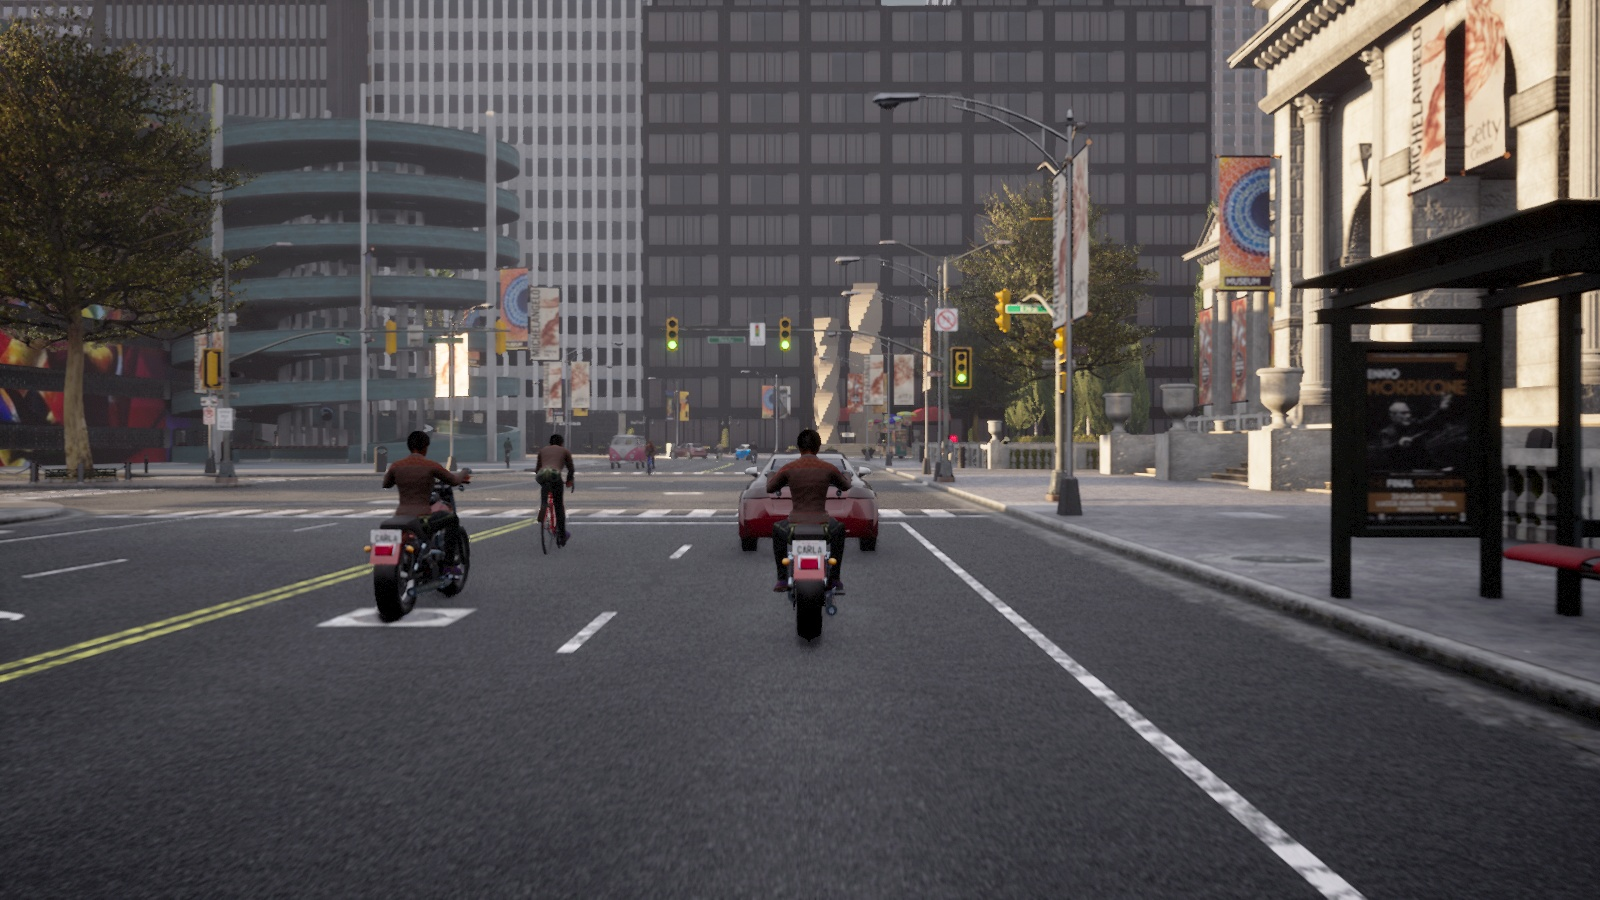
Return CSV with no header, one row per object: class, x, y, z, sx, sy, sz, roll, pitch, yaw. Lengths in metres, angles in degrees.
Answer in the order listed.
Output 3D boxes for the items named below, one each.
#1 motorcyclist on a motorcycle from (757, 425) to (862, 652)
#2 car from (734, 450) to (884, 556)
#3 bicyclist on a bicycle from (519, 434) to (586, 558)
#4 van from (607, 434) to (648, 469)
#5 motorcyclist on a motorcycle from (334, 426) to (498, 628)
motorcyclist on a motorcycle,0.074,0.639,10.310,0.766,1.649,2.350,0,0,0
car,0.123,0.704,18.820,1.994,1.385,4.181,0,0,0
bicyclist on a bicycle,-3.386,0.599,17.275,0.582,1.620,1.656,0,0,0
van,-10.070,0.077,73.498,1.775,1.987,4.442,0,0,0
motorcyclist on a motorcycle,-3.420,0.630,11.436,0.766,1.649,2.350,0,0,0
